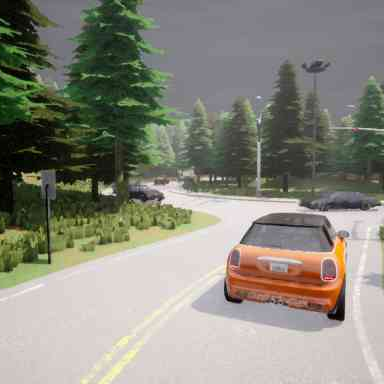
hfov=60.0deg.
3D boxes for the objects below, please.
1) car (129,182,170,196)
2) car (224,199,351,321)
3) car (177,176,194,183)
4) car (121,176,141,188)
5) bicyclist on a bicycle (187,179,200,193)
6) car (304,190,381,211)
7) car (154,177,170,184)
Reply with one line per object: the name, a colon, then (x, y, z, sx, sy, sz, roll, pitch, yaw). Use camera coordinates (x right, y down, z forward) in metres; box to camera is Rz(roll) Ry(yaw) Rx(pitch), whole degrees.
car: (-4.520, 0.079, 30.804, 2.033, 1.411, 5.357, -3, 5, -35)
car: (2.360, 1.241, 7.547, 2.097, 1.767, 4.553, 2, 2, 25)
car: (-1.297, -2.678, 69.825, 1.812, 1.442, 4.674, 3, 5, 35)
car: (-9.509, -1.577, 52.059, 2.097, 1.767, 4.553, 0, 4, 1)
bicyclist on a bicycle: (0.161, -0.642, 37.309, 1.656, 1.620, 0.582, -3, 5, -28)
car: (10.141, 0.573, 22.830, 5.357, 1.411, 2.033, -1, 4, -10)
car: (-5.304, -1.994, 59.572, 1.882, 1.535, 5.008, 0, 4, 9)
